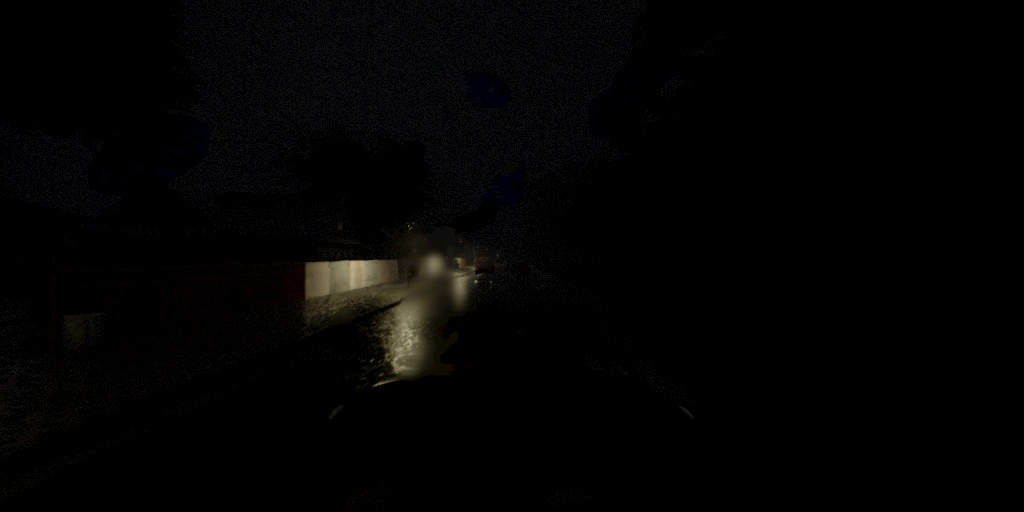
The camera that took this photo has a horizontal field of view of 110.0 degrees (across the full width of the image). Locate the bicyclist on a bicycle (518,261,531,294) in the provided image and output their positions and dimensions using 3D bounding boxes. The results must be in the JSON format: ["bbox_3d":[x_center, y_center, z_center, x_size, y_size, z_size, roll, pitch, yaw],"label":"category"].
[{"bbox_3d":[0.753,1.193,19.213,0.582,1.620,1.656,0,0,0],"label":"bicyclist on a bicycle"}]

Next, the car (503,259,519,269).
[{"bbox_3d":[0.071,1.242,54.964,2.128,1.511,4.902,0,0,0],"label":"car"}]

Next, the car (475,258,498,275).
[{"bbox_3d":[-2.848,1.219,38.393,1.882,1.535,5.008,0,0,0],"label":"car"}]

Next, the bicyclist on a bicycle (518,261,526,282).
[{"bbox_3d":[0.751,1.192,28.214,0.582,1.620,1.656,0,0,0],"label":"bicyclist on a bicycle"}]
